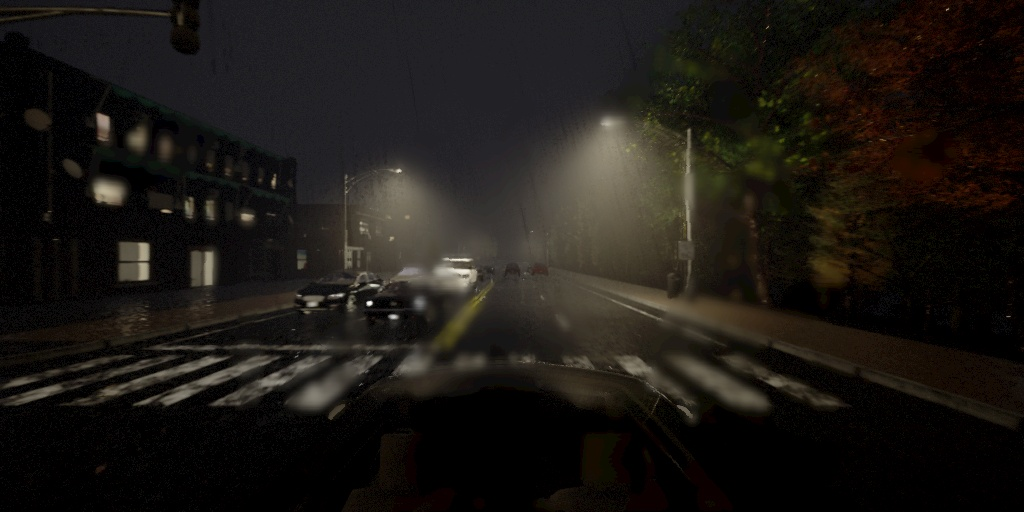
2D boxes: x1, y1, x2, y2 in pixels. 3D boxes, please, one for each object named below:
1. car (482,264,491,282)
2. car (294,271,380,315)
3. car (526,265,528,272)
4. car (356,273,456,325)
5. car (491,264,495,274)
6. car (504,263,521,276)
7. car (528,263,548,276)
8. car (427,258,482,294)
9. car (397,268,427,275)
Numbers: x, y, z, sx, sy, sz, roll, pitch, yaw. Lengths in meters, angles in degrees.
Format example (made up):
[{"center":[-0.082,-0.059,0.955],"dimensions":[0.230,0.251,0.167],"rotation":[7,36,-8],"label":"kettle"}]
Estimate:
[{"center":[-3.351,1.520,32.229],"dimensions":[2.128,1.511,4.902],"rotation":[0,0,0],"label":"car"},{"center":[-6.606,1.357,14.325],"dimensions":[2.128,1.511,4.902],"rotation":[0,-1,0],"label":"car"},{"center":[3.239,1.722,54.301],"dimensions":[2.128,1.511,4.902],"rotation":[0,0,0],"label":"car"},{"center":[-3.355,1.449,12.399],"dimensions":[1.895,1.301,4.718],"rotation":[0,-1,0],"label":"car"},{"center":[-3.272,1.774,48.055],"dimensions":[1.895,1.301,4.718],"rotation":[0,-1,0],"label":"car"},{"center":[0.083,1.620,44.518],"dimensions":[1.882,1.535,5.008],"rotation":[0,-1,0],"label":"car"},{"center":[3.335,1.614,43.931],"dimensions":[1.882,1.535,5.008],"rotation":[0,-1,0],"label":"car"},{"center":[-3.356,1.159,22.164],"dimensions":[2.150,2.045,5.566],"rotation":[0,-1,0],"label":"car"},{"center":[-6.609,1.502,24.096],"dimensions":[2.033,1.411,5.357],"rotation":[0,-1,0],"label":"car"}]
